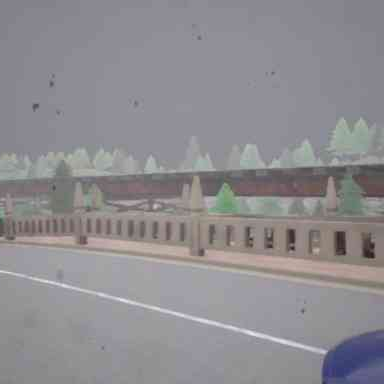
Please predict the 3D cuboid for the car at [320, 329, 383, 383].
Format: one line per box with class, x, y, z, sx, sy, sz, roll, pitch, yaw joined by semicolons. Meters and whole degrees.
car;3.131;1.511;1.760;4.674;1.442;1.812;0;0;35
